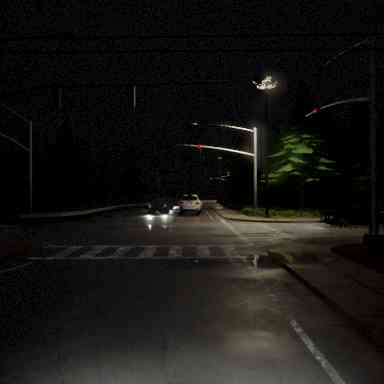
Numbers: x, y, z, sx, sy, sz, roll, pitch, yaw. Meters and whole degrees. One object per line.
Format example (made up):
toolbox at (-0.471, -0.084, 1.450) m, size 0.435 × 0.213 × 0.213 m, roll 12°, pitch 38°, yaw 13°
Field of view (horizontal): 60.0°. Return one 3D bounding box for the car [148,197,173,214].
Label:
car at (-3.613, 1.464, 36.691) m, size 2.097 × 1.767 × 4.553 m, roll 0°, pitch 0°, yaw 0°

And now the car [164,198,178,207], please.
car at (-3.509, 1.724, 56.641) m, size 1.994 × 1.385 × 4.181 m, roll 0°, pitch 0°, yaw 1°

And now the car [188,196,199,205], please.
car at (0.300, 1.633, 62.714) m, size 1.882 × 1.535 × 5.008 m, roll 0°, pitch 0°, yaw 2°

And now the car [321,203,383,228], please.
car at (11.130, 1.532, 22.045) m, size 4.892 × 1.490 × 1.837 m, roll 0°, pitch 0°, yaw 1°

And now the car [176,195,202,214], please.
car at (-0.123, 1.314, 36.109) m, size 2.150 × 2.045 × 5.566 m, roll 0°, pitch 0°, yaw 3°

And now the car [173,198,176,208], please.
car at (-3.599, 1.641, 46.562) m, size 1.837 × 1.490 × 4.892 m, roll 0°, pitch 0°, yaw 0°
